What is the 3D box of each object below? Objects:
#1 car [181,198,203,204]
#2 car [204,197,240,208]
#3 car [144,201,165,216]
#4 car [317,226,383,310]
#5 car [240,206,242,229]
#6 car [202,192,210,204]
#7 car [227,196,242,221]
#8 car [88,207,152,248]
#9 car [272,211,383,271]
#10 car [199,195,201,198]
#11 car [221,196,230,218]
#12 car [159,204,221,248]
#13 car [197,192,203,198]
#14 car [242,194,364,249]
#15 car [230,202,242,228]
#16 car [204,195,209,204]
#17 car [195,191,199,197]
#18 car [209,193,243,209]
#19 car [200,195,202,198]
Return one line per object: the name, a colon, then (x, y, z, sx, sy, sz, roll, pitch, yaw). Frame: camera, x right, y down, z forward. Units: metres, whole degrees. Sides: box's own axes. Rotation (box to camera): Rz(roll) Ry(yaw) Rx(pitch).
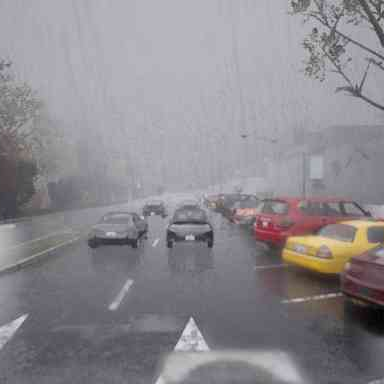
car: (-0.243, 1.529, 29.689, 1.837, 1.490, 4.892, 0, 0, -1)
car: (4.608, 1.627, 51.370, 5.008, 1.535, 2.097, 1, -1, -21)
car: (-3.243, 1.529, 29.660, 1.837, 1.490, 4.892, 0, 0, -1)
car: (5.037, 1.520, 6.356, 4.674, 1.452, 2.002, 1, 0, -20)
car: (4.992, 1.506, 15.377, 4.792, 1.488, 2.163, 1, 0, -21)
car: (4.682, 1.310, 42.352, 5.566, 2.045, 2.435, 1, 0, -21)
car: (4.942, 1.354, 21.371, 4.553, 1.767, 2.185, 1, 0, -21)
car: (-3.096, 1.563, 14.652, 1.994, 1.385, 4.181, 0, 0, -1)
car: (5.194, 1.478, 9.425, 5.366, 1.575, 1.946, 1, 0, -21)
car: (4.523, 1.716, 63.395, 4.792, 1.488, 2.163, 1, 0, -21)
car: (4.850, 1.357, 24.356, 4.553, 1.767, 2.185, 1, 0, -21)
car: (-0.097, 1.486, 14.680, 2.128, 1.511, 4.902, 0, 0, -1)
car: (4.497, 1.440, 66.394, 5.566, 2.045, 2.435, 1, 0, -21)
car: (5.024, 1.226, 12.374, 5.566, 2.045, 2.435, 1, 0, -21)
car: (4.945, 1.478, 18.361, 4.892, 1.521, 2.231, 1, 0, -21)
car: (4.559, 1.535, 39.298, 5.366, 1.575, 1.946, 1, 0, -21)
car: (4.358, 1.424, 75.374, 5.566, 2.045, 2.435, 1, 1, -21)
car: (4.847, 1.248, 30.384, 5.566, 2.045, 2.435, 1, -1, -21)
car: (4.530, 1.721, 60.370, 4.674, 1.452, 2.002, 1, 0, -21)
